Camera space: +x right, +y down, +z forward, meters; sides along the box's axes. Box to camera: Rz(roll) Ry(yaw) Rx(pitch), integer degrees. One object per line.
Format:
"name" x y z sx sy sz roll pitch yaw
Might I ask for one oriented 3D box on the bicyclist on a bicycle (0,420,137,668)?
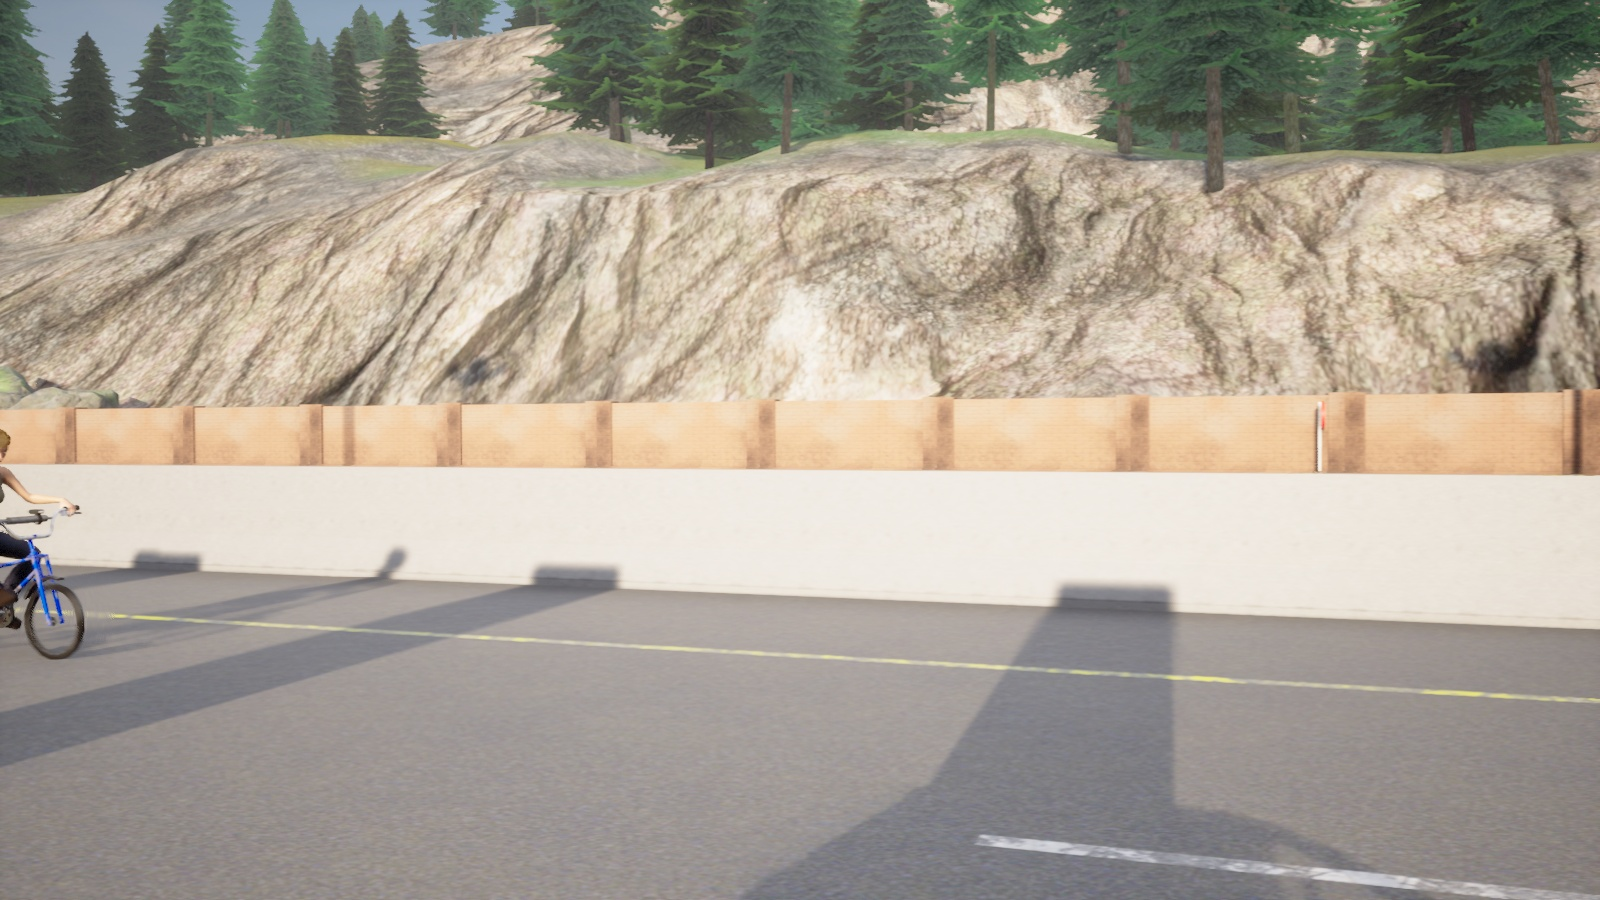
"bicyclist on a bicycle" -5.593 0.601 8.813 1.509 1.612 0.866 1 1 19
